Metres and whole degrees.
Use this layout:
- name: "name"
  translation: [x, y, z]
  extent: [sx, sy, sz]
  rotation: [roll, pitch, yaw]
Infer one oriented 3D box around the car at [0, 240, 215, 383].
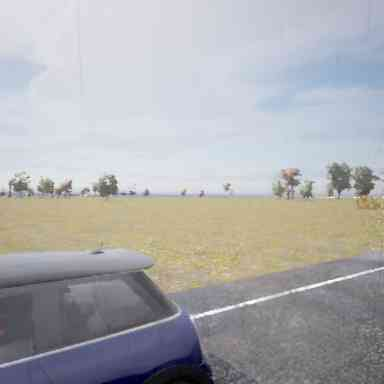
- name: "car"
  translation: [-2.071, 1.351, 2.506]
  extent: [4.553, 1.767, 2.097]
  rotation: [1, 0, -35]
